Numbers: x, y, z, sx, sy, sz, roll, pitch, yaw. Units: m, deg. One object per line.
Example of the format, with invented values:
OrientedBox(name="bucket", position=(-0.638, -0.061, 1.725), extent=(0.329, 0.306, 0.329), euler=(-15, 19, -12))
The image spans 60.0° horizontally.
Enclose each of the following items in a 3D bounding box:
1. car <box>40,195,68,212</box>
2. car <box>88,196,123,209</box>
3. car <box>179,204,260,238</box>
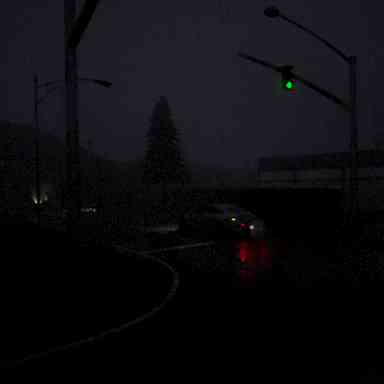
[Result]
OrientedBox(name="car", position=(-14.443, 1.125, 35.978), extent=(4.553, 1.767, 2.097), euler=(-1, 1, 36))
OrientedBox(name="car", position=(-10.365, 1.217, 40.088), extent=(1.994, 1.385, 4.181), euler=(0, 1, 35))
OrientedBox(name="car", position=(1.213, 1.293, 16.239), extent=(1.812, 1.442, 4.674), euler=(-2, 1, -37))
